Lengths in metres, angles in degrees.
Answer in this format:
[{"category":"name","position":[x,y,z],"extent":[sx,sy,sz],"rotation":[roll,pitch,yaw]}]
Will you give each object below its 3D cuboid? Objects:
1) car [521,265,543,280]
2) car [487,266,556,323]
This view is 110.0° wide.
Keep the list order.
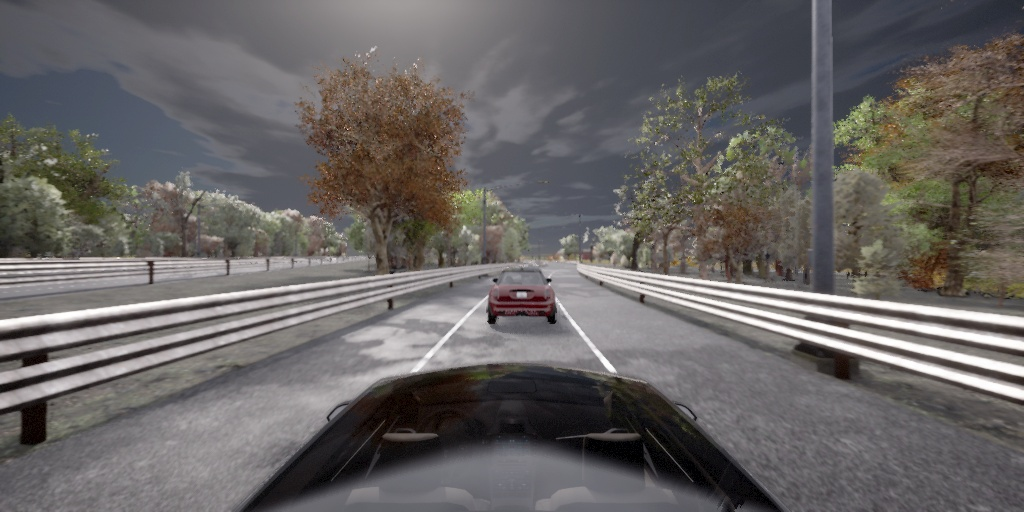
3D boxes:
[{"category":"car","position":[2.044,1.630,35.869],"extent":[1.895,1.301,4.718],"rotation":[0,0,6]},{"category":"car","position":[0.361,1.189,12.722],"extent":[2.097,1.767,4.553],"rotation":[0,-1,2]}]
